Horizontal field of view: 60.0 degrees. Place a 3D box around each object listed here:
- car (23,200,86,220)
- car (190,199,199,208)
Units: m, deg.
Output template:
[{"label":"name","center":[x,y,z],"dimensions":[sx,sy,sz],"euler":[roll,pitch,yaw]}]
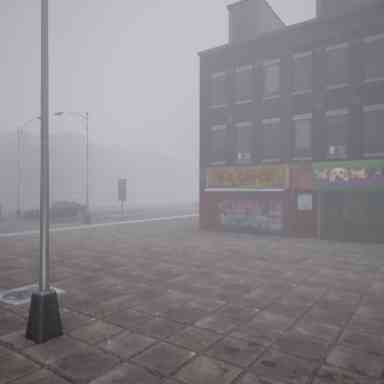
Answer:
[{"label":"car","center":[-10.786,1.415,26.481],"dimensions":[1.882,1.535,5.008],"euler":[0,0,35]},{"label":"car","center":[1.671,1.385,44.155],"dimensions":[1.812,1.442,4.674],"euler":[0,0,35]}]
